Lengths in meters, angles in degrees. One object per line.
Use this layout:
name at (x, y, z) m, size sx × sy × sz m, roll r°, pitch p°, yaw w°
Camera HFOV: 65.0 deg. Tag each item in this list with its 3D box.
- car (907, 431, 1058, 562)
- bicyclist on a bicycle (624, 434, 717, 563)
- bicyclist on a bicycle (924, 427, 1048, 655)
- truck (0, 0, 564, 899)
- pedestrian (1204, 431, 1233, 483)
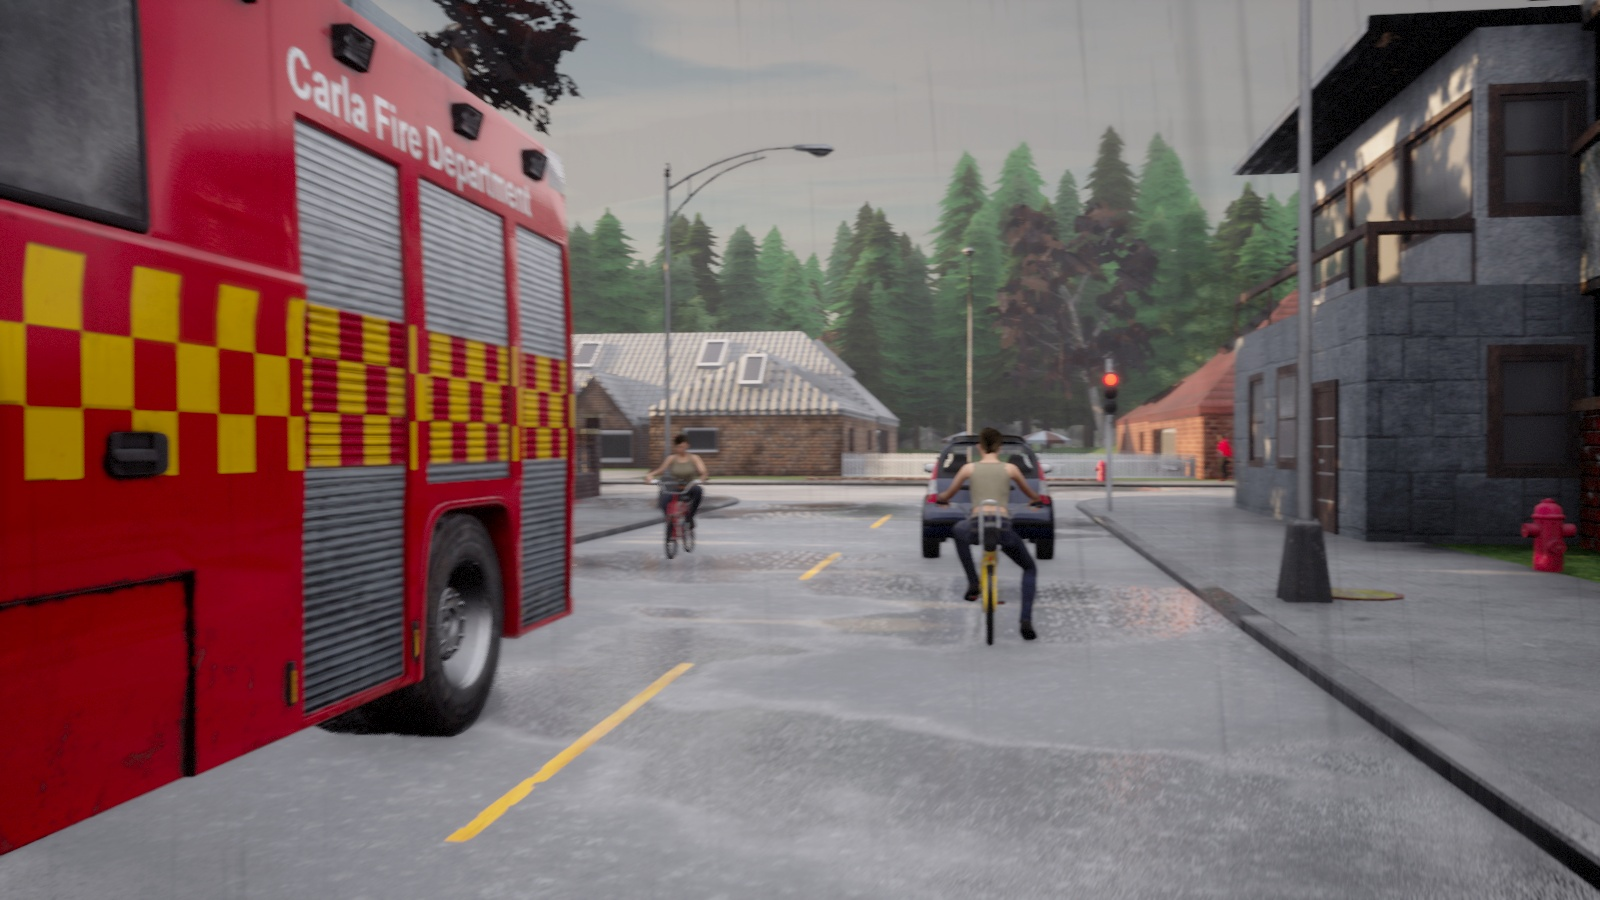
car at (2.554, 0.560, 17.627) m, size 1.851 × 1.617 × 3.988 m, roll 0°, pitch 0°, yaw 8°
bicyclist on a bicycle at (-1.672, 0.597, 16.456) m, size 0.866 × 1.612 × 1.509 m, roll 0°, pitch 0°, yaw 8°
bicyclist on a bicycle at (1.416, 0.637, 9.664) m, size 0.866 × 1.612 × 1.509 m, roll 0°, pitch 0°, yaw 8°
truck at (-3.447, -0.443, 3.822) m, size 2.891 × 3.827 × 8.468 m, roll 0°, pitch 0°, yaw 7°
pedestrian at (15.081, 0.253, 45.274) m, size 0.899 × 1.844 × 0.634 m, roll 0°, pitch 0°, yaw 6°
